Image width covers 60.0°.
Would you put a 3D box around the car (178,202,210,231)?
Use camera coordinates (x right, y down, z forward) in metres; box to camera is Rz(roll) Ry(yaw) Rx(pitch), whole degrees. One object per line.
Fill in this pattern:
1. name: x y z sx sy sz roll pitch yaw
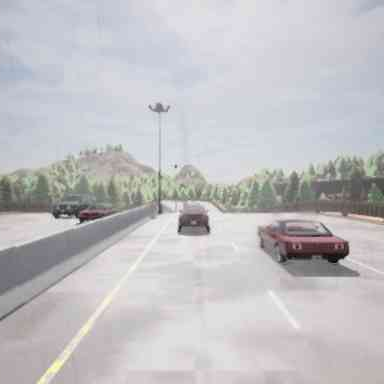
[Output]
1. car: 0.110 1.518 20.475 1.812 1.442 4.674 0 0 0

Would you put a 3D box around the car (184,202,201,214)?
1. car: 0.094 1.886 39.174 1.895 1.301 4.718 0 -3 0

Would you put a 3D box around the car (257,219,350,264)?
1. car: 3.598 1.596 11.775 1.895 1.301 4.718 0 0 0

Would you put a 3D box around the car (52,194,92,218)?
1. car: -10.600 1.233 30.036 2.150 2.045 5.566 0 -1 0

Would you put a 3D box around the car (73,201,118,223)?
1. car: -7.102 1.591 25.410 1.895 1.301 4.718 0 0 0
